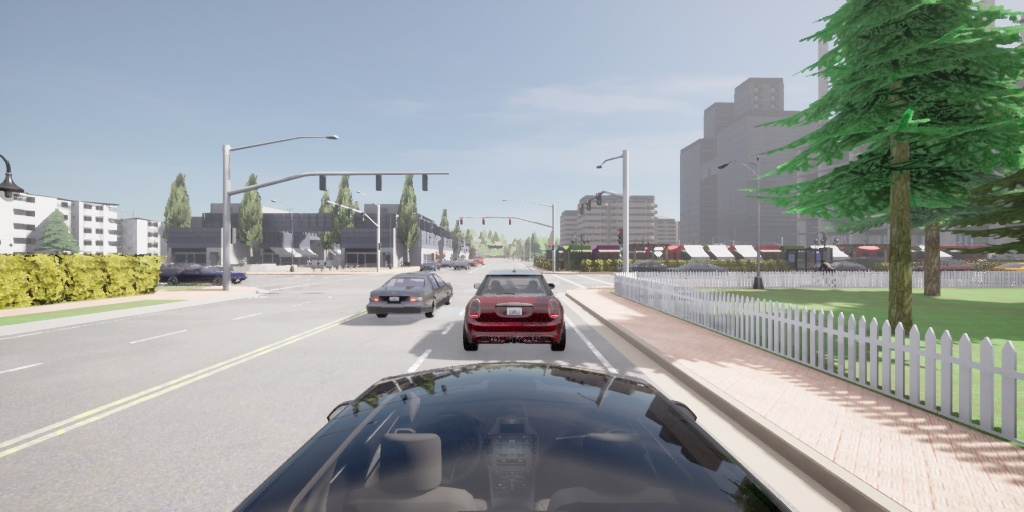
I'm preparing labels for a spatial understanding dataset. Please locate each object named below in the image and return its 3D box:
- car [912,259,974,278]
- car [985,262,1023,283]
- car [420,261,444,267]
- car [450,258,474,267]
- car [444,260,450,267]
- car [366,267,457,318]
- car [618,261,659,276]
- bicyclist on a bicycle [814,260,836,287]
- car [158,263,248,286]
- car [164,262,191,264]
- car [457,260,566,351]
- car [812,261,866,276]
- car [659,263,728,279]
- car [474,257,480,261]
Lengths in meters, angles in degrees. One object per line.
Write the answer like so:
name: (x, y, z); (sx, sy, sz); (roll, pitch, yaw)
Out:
car: (39.279, 1.101, 32.973); (4.553, 1.767, 2.097); (0, 0, -1)
car: (37.243, 1.227, 25.752); (5.008, 1.535, 1.882); (0, 0, -1)
car: (-10.628, 1.314, 46.933); (1.994, 1.385, 4.181); (0, 0, 1)
car: (-7.098, 1.297, 51.454); (2.033, 1.411, 5.357); (0, 0, 0)
car: (-10.593, 1.296, 58.760); (2.033, 1.411, 5.357); (0, 0, 0)
car: (-3.419, 1.297, 12.975); (2.033, 1.411, 5.357); (0, 0, 0)
car: (13.061, 1.254, 35.840); (4.892, 1.490, 1.837); (0, 0, -1)
bicyclist on a bicycle: (18.790, 1.052, 21.497); (0.582, 1.620, 1.656); (0, 0, -1)
car: (-20.882, 1.350, 24.388); (4.718, 1.301, 1.895); (0, 0, -1)
car: (-25.393, 1.241, 27.784); (4.902, 1.511, 2.128); (0, 0, -2)
car: (0.063, 1.102, 9.140); (2.097, 1.767, 4.553); (0, 0, 0)
car: (33.136, 1.276, 36.332); (4.674, 1.442, 1.812); (0, 0, -2)
car: (16.616, 1.297, 32.429); (5.357, 1.411, 2.033); (0, 0, -1)
car: (-7.081, 1.350, 61.994); (1.895, 1.301, 4.718); (0, 0, 0)
